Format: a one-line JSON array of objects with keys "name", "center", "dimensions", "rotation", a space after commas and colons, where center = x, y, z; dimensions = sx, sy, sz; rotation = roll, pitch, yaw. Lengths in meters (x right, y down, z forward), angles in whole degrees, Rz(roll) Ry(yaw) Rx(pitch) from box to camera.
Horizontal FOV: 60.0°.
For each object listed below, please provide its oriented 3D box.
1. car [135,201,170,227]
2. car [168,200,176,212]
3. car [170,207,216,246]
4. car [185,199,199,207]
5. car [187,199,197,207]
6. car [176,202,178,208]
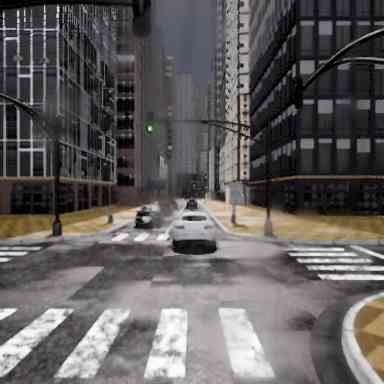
[{"name": "car", "center": [-3.085, 1.719, 24.990], "dimensions": [2.128, 1.511, 4.902], "rotation": [0, -1, 0]}, {"name": "car", "center": [-3.087, 1.848, 36.860], "dimensions": [1.837, 1.490, 4.892], "rotation": [0, -1, 0]}, {"name": "car", "center": [0.101, 1.642, 15.774], "dimensions": [1.812, 1.442, 4.674], "rotation": [0, -1, 0]}, {"name": "car", "center": [0.004, 2.028, 55.232], "dimensions": [1.837, 1.490, 4.892], "rotation": [0, -1, 0]}, {"name": "car", "center": [0.004, 2.108, 65.650], "dimensions": [1.882, 1.535, 5.008], "rotation": [0, -1, 0]}, {"name": "car", "center": [-3.063, 2.002, 50.615], "dimensions": [1.812, 1.442, 4.674], "rotation": [0, -1, 0]}]
